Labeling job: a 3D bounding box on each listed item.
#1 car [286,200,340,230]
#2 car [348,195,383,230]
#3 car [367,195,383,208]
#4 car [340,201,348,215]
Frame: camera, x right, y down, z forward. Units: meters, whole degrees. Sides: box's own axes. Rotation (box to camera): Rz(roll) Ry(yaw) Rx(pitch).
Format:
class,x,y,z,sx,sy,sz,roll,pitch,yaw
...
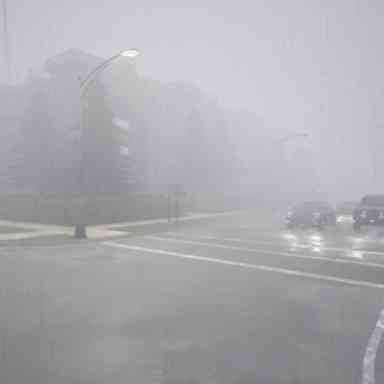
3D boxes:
class,x,y,z,sx,sy,sz,roll,pitch,yaw
car,7.586,1.350,21.062,2.097,1.767,4.553,0,0,35
car,11.496,1.216,20.542,2.150,2.045,5.566,0,1,35
car,27.019,1.346,48.592,2.097,1.767,4.553,0,0,35
car,14.831,1.560,31.385,1.994,1.385,4.181,0,0,35
